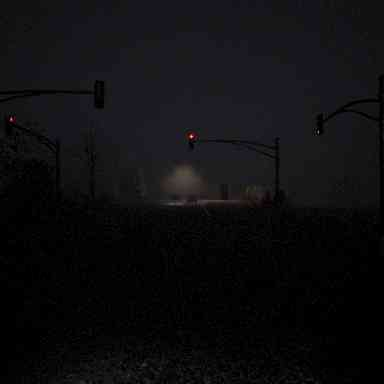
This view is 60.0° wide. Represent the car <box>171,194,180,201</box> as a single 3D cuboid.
[{"bbox_3d":[-3.565,1.195,72.162,1.837,1.490,4.892,0,0,0],"label":"car"}]

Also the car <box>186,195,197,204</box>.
[{"bbox_3d":[-0.060,1.424,67.960,2.097,1.767,4.553,0,0,0],"label":"car"}]

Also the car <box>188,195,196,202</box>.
[{"bbox_3d":[-0.070,1.425,77.995,1.837,1.490,4.892,0,0,0],"label":"car"}]
